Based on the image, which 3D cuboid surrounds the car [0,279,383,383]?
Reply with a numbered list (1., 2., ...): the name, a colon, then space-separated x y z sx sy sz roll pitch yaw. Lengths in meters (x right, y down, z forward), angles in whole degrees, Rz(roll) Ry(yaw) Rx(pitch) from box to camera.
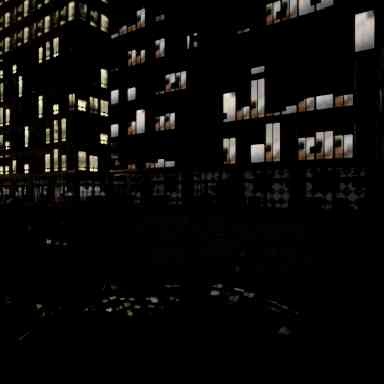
1. car: -0.427 1.566 3.175 4.313 1.339 1.947 0 0 36
